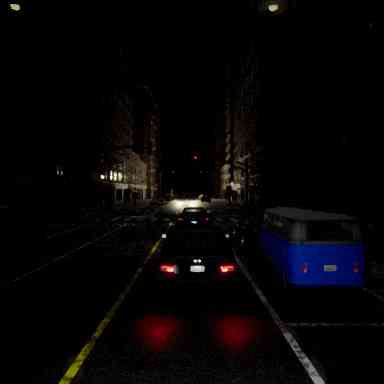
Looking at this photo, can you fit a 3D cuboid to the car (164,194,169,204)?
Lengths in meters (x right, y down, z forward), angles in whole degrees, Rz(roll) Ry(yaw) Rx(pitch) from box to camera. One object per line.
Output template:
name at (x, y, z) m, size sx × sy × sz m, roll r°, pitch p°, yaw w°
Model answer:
car at (-5.651, 1.516, 57.828) m, size 2.008 × 1.369 × 4.403 m, roll 0°, pitch 0°, yaw 0°

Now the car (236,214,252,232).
car at (2.860, 1.562, 14.386) m, size 1.947 × 1.339 × 4.313 m, roll 0°, pitch 0°, yaw 0°

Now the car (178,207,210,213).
car at (0.107, 1.557, 19.317) m, size 1.994 × 1.385 × 4.181 m, roll 0°, pitch 0°, yaw 0°

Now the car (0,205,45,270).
car at (-5.667, 1.313, 8.688) m, size 2.192 × 1.841 × 5.009 m, roll 0°, pitch 0°, yaw 0°

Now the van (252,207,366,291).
van at (2.858, 1.339, 8.726) m, size 1.690 × 1.788 × 3.998 m, roll 0°, pitch 0°, yaw 0°

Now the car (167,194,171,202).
car at (-5.649, 1.509, 63.279) m, size 1.887 × 1.381 × 4.507 m, roll 0°, pitch 0°, yaw 0°

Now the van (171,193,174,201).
van at (-5.646, 1.305, 74.180) m, size 1.690 × 1.788 × 3.998 m, roll 0°, pitch 0°, yaw 0°

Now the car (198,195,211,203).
car at (2.877, 1.403, 68.763) m, size 1.967 × 1.590 × 4.097 m, roll 0°, pitch 0°, yaw 0°

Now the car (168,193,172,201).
car at (-5.647, 1.508, 68.730) m, size 1.887 × 1.381 × 4.507 m, roll 0°, pitch 0°, yaw 0°

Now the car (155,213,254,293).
car at (0.104, 1.546, 8.997) m, size 2.033 × 1.411 × 5.357 m, roll 0°, pitch 0°, yaw 0°

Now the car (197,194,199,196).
car at (2.881, 1.515, 79.660) m, size 2.008 × 1.369 × 4.403 m, roll 0°, pitch 0°, yaw 0°

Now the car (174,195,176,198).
car at (-5.644, 1.516, 79.631) m, size 2.008 × 1.369 × 4.403 m, roll 0°, pitch 0°, yaw 0°

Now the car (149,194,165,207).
car at (-5.653, 1.493, 52.207) m, size 1.752 × 1.417 × 4.829 m, roll 0°, pitch 0°, yaw 0°
